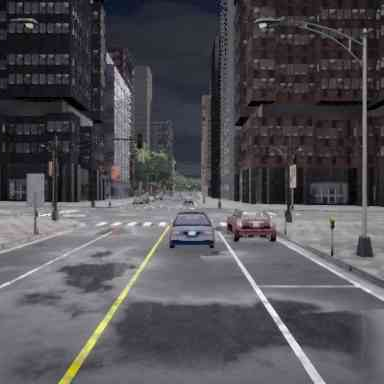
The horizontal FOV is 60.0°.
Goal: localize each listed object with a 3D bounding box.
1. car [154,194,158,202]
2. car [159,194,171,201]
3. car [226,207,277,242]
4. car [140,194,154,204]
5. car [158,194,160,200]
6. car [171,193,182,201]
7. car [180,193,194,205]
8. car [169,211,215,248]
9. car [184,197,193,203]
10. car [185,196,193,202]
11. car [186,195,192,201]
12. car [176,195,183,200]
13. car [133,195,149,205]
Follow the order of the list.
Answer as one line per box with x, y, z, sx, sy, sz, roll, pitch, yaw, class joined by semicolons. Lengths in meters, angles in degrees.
-9.223;1.567;73.720;1.752;1.417;4.829;0;0;0;car
-6.528;1.609;85.014;1.895;1.301;4.718;0;0;0;car
2.762;1.438;16.269;1.967;1.590;4.097;0;0;0;car
-9.157;1.333;63.039;2.192;1.841;5.009;0;0;0;car
-9.325;1.666;90.168;1.802;1.307;4.206;0;0;0;car
-3.500;1.624;80.506;1.895;1.301;4.718;0;0;0;car
-0.598;1.446;57.663;1.967;1.590;4.097;0;0;0;car
0.000;1.562;14.650;2.033;1.411;5.357;0;0;0;car
-0.665;1.612;68.512;1.802;1.307;4.206;0;0;0;car
-0.733;1.601;79.362;1.887;1.381;4.507;0;0;0;car
-0.801;1.610;90.382;1.752;1.417;4.829;0;0;0;car
-3.584;1.581;94.238;1.812;1.442;4.674;0;0;0;car
-9.123;1.571;57.613;1.947;1.339;4.313;0;0;0;car
